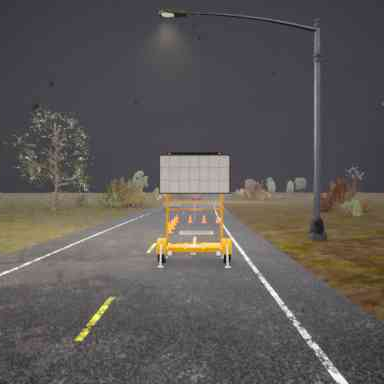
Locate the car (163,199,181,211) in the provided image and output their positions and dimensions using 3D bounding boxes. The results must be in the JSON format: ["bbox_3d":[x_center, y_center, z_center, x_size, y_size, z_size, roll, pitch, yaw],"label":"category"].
[{"bbox_3d":[-2.479,1.593,41.395,1.895,1.301,4.718,0,0,3],"label":"car"}]

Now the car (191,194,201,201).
[{"bbox_3d":[1.005,1.198,85.496,2.150,2.045,5.566,0,0,6],"label":"car"}]

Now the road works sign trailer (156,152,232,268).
[{"bbox_3d":[0.088,0.463,11.274,2.380,3.560,2.880,0,0,1],"label":"road works sign trailer"}]
